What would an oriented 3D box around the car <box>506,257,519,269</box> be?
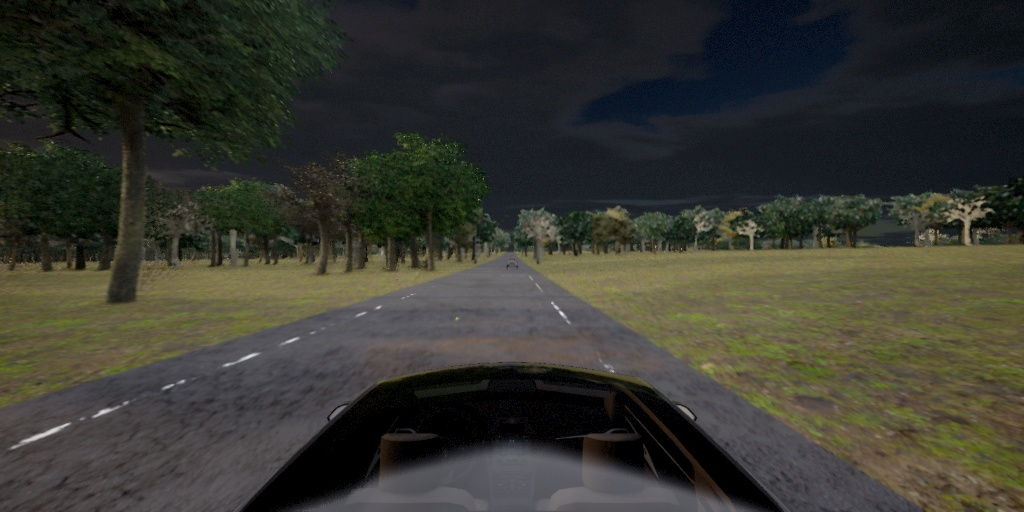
[{"bbox_3d":[0.022,1.288,56.459,1.812,1.442,4.674,0,0,0],"label":"car"}]
